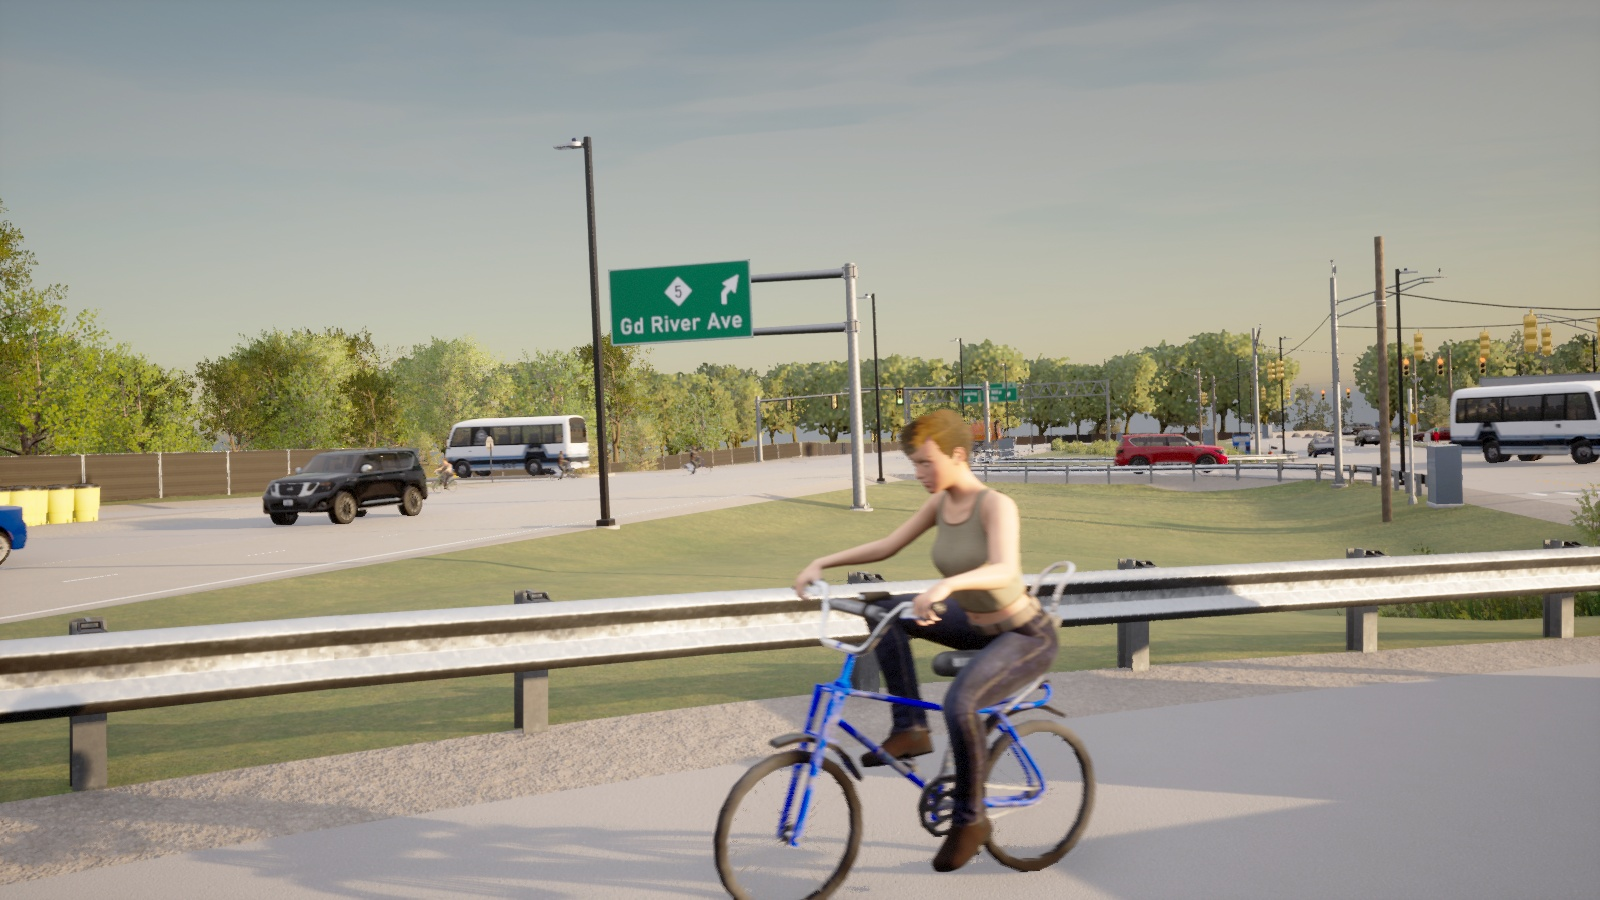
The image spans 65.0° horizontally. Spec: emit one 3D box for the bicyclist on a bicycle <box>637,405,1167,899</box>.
[{"bbox_3d":[0.330,0.672,4.149,1.509,1.612,0.866,-1,1,-27],"label":"bicyclist on a bicycle"}]

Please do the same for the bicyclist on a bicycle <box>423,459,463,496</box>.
[{"bbox_3d":[-16.117,1.235,56.772,0.866,1.612,1.509,-2,0,27],"label":"bicyclist on a bicycle"}]

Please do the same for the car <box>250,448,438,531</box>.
[{"bbox_3d":[-12.880,1.059,35.954,2.150,2.045,5.566,-2,0,15],"label":"car"}]

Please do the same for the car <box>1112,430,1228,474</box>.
[{"bbox_3d":[18.899,0.090,64.236,5.566,2.045,2.150,-2,0,17],"label":"car"}]

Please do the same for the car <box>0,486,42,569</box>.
[{"bbox_3d":[-16.515,1.560,22.533,1.882,1.535,5.008,-2,0,15],"label":"car"}]

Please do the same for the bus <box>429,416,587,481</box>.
[{"bbox_3d":[-20.915,-0.093,90.238,10.273,4.253,3.944,-2,1,16],"label":"bus"}]

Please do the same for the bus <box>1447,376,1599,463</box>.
[{"bbox_3d":[39.941,-1.602,66.484,3.944,4.253,10.273,-3,1,-16],"label":"bus"}]

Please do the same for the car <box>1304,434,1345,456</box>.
[{"bbox_3d":[37.888,-0.357,90.900,2.033,1.411,5.357,-2,1,16],"label":"car"}]
